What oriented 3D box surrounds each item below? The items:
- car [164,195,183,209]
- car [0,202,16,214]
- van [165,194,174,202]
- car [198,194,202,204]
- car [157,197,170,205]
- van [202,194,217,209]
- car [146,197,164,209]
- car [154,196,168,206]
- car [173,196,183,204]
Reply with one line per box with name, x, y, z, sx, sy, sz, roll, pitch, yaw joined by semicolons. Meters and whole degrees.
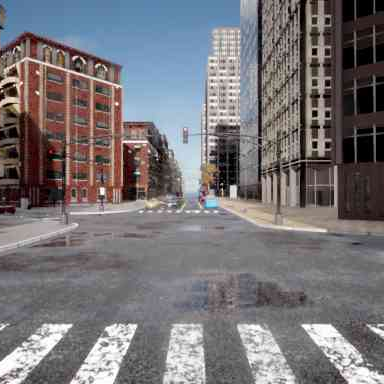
car;-2.807;1.537;45.974;2.128;1.511;4.902;0;0;2
car;-21.141;1.790;36.459;4.718;1.301;1.895;-1;-1;41
van;-5.302;1.474;79.099;1.690;1.788;3.998;0;0;0
car;2.576;1.644;67.993;1.887;1.381;4.507;0;0;0
car;-5.305;1.650;62.443;1.947;1.339;4.313;0;0;0
van;2.575;1.386;45.784;1.690;1.788;3.998;0;0;0
car;-5.306;1.570;45.615;1.752;1.417;4.829;0;0;0
car;-5.305;1.510;56.891;1.967;1.590;4.097;0;0;0
car;-2.766;1.621;66.428;1.812;1.442;4.674;0;0;1
